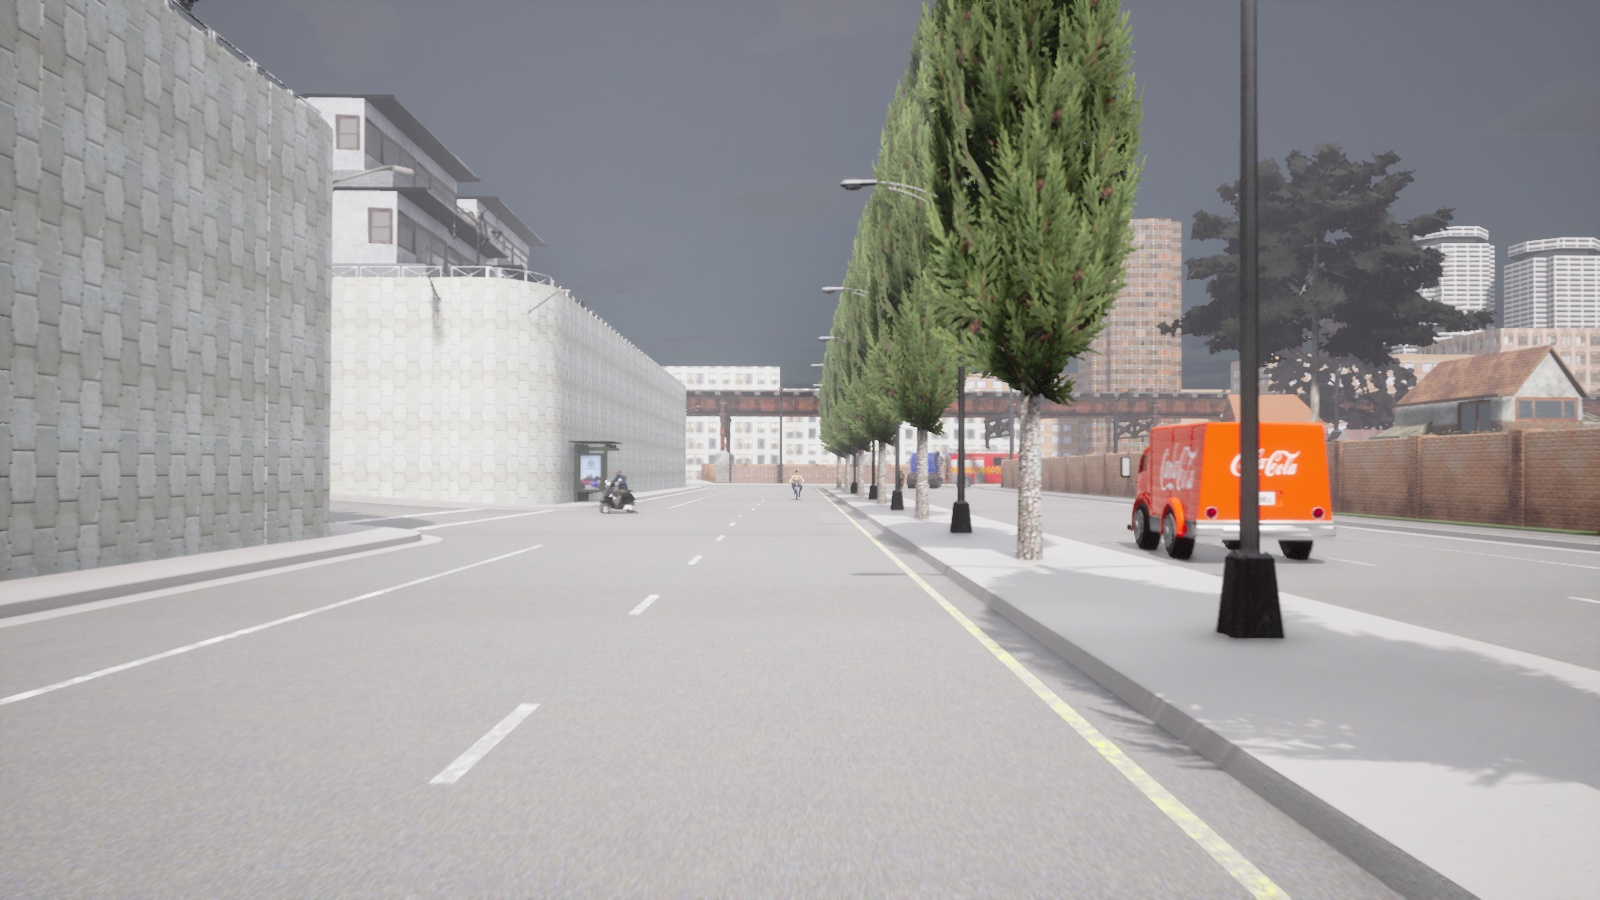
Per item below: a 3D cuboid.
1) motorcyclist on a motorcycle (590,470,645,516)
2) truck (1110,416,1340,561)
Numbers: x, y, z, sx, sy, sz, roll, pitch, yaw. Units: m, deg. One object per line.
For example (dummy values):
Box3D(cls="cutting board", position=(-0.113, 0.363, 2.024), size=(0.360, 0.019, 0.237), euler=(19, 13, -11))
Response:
Box3D(cls="motorcyclist on a motorcycle", position=(-6.446, 1.516, 44.388), size=(0.866, 1.590, 1.817), euler=(-3, -2, 34))
Box3D(cls="truck", position=(7.939, 0.700, 24.148), size=(2.627, 2.467, 5.204), euler=(0, -1, 0))
